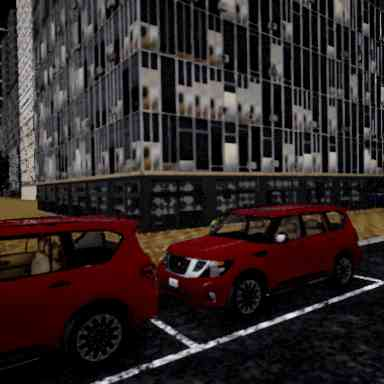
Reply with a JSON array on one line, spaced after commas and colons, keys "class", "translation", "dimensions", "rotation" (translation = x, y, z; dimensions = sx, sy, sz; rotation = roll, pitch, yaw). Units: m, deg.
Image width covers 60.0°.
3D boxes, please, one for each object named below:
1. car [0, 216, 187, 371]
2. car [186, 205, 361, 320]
[{"class": "car", "translation": [-2.798, 1.315, 4.118], "dimensions": [5.009, 1.841, 2.192], "rotation": [-1, 0, -36]}, {"class": "car", "translation": [1.717, 1.246, 7.343], "dimensions": [5.009, 1.841, 2.192], "rotation": [-1, 0, -36]}]
